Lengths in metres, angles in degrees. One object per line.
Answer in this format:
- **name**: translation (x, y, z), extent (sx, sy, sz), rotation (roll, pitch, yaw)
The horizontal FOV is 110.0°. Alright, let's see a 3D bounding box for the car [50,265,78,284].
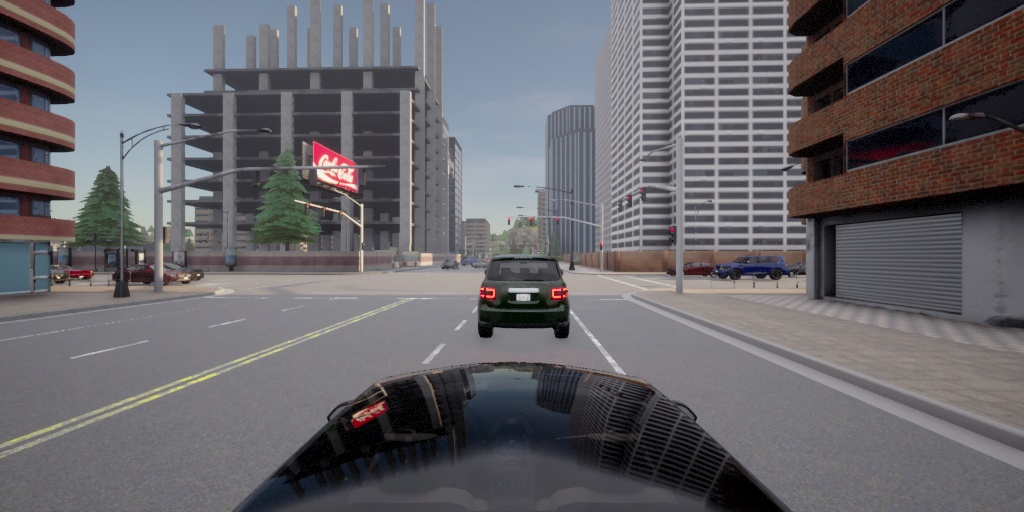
- **car**: translation (-34.010, 1.255, 25.046), extent (4.892, 1.490, 1.837), rotation (0, 0, 2)

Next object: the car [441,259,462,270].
- **car**: translation (-8.785, 1.254, 51.129), extent (1.837, 1.490, 4.892), rotation (0, 0, 2)

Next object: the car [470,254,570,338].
- **car**: translation (0.338, 0.971, 10.294), extent (2.150, 2.045, 5.566), rotation (0, 0, 2)

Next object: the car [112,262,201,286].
- **car**: translation (-24.764, 1.276, 24.746), extent (4.674, 1.442, 1.812), rotation (0, 0, 2)

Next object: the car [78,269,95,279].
- **car**: translation (-36.499, 1.351, 28.630), extent (4.718, 1.301, 1.895), rotation (0, 0, 2)

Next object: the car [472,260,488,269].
- **car**: translation (-5.047, 1.351, 57.145), extent (1.895, 1.301, 4.718), rotation (0, 0, 2)

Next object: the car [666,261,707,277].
- **car**: translation (17.306, 1.228, 34.083), extent (5.008, 1.535, 1.882), rotation (0, 0, 2)

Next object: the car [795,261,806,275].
- **car**: translation (27.236, 1.241, 33.751), extent (4.902, 1.511, 2.128), rotation (0, 0, 2)

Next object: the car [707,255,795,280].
- **car**: translation (20.222, 0.971, 30.490), extent (5.566, 2.045, 2.150), rotation (0, 0, 2)

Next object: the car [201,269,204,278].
- **car**: translation (-27.207, 1.228, 28.327), extent (5.008, 1.535, 1.882), rotation (0, 0, 2)
